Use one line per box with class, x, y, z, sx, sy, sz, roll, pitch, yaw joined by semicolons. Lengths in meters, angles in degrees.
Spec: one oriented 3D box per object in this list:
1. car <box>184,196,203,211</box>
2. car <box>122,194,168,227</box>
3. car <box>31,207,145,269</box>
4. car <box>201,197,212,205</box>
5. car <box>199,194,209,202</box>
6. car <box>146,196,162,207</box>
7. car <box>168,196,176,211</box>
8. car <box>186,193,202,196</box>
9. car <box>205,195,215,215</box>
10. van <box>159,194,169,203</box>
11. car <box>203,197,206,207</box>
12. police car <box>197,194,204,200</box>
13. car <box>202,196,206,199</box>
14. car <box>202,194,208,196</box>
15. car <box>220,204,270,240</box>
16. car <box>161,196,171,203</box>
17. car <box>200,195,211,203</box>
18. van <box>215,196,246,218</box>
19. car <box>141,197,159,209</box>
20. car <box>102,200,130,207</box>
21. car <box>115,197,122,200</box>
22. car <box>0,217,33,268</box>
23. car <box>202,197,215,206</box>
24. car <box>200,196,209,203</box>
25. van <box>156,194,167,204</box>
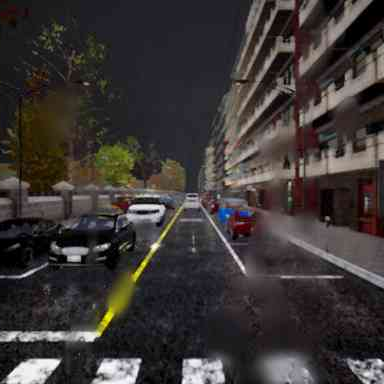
car;0.016;1.523;40.375;1.812;1.442;4.674;0;0;0
car;-3.084;1.212;23.216;2.150;2.045;5.566;0;0;-1
car;-3.095;1.486;11.201;2.128;1.511;4.902;0;0;0
car;2.717;1.558;61.913;1.887;1.381;4.507;0;0;0
car;2.724;1.353;78.803;2.192;1.841;5.009;0;0;0
car;-5.667;1.443;50.656;1.967;1.590;4.097;0;0;0
car;-3.024;1.546;41.265;2.033;1.411;5.357;0;0;1
car;0.021;1.225;50.414;2.150;2.045;5.566;0;0;0
car;2.706;1.435;33.762;1.967;1.590;4.097;0;0;0
van;-5.661;1.361;67.546;1.690;1.788;3.998;0;0;0
car;2.708;1.548;39.392;2.008;1.369;4.403;0;0;0
police car;2.404;1.494;94.623;1.930;1.638;5.238;0;0;0
car;2.710;1.545;45.022;1.887;1.381;4.507;0;0;0
car;2.714;1.319;50.652;2.192;1.841;5.009;0;0;0
car;2.700;1.538;16.871;1.887;1.381;4.507;0;0;0
car;-5.659;1.579;73.176;2.008;1.369;4.403;0;0;0
car;2.719;1.461;67.542;1.967;1.590;4.097;0;0;0
van;2.703;1.334;22.502;1.690;1.788;3.998;0;0;0
car;-5.670;1.440;45.027;1.967;1.590;4.097;0;0;0
car;-5.678;1.518;22.336;1.752;1.417;4.829;0;0;0
car;-5.676;1.308;28.136;2.192;1.841;5.009;0;0;0
car;-5.683;1.560;11.244;1.947;1.339;4.313;0;0;0
car;2.715;1.559;56.283;2.008;1.369;4.403;0;0;0
car;2.721;1.611;73.173;1.802;1.307;4.206;0;0;0
van;-5.663;1.354;61.916;1.690;1.788;3.998;0;0;0
